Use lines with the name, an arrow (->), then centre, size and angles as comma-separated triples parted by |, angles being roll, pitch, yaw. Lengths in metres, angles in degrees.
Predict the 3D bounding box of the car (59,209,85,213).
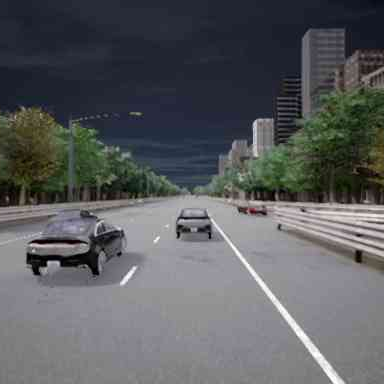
car -> -6.897, 1.707, 19.576 | 1.994, 1.385, 4.181 | 0, 0, 0

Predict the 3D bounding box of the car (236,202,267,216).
car -> 6.597, 1.828, 37.307 | 2.163, 1.488, 4.792 | 0, -1, -16

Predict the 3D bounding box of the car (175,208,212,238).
car -> 0.101, 1.625, 18.452 | 2.128, 1.511, 4.902 | 0, 0, 0

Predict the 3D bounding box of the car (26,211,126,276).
car -> -3.398, 1.567, 10.595 | 2.128, 1.511, 4.902 | 0, 0, 0
